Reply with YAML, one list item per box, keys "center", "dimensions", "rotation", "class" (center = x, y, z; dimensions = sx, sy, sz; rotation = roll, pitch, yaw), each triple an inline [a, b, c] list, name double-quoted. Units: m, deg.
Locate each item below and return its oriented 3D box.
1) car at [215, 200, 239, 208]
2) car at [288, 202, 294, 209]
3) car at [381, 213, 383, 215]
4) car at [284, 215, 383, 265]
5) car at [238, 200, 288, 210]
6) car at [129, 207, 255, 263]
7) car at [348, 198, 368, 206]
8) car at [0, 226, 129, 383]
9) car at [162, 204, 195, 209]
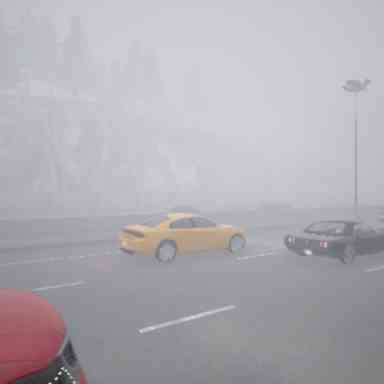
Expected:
- center: [4.979, 1.711, 41.978]
  dimensions: [4.674, 1.442, 1.812]
  rotation: [1, 0, -35]
  class: "car"
- center: [10.914, 1.728, 41.918]
  dimensions: [4.674, 1.442, 1.812]
  rotation: [0, 0, -35]
  class: "car"
- center: [15.072, 1.686, 23.144]
  dimensions: [5.357, 1.411, 2.033]
  rotation: [0, 0, -36]
  class: "car"
- center: [5.560, 1.666, 12.032]
  dimensions: [4.718, 1.301, 1.895]
  rotation: [0, 0, -36]
  class: "car"
- center: [7.564, 1.672, 35.225]
  dimensions: [4.892, 1.490, 1.837]
  rotation: [1, -1, -35]
  class: "car"
- center: [-0.168, 1.527, 12.248]
  dimensions: [5.008, 1.535, 1.882]
  rotation: [0, 0, -35]
  class: "car"
- center: [29.843, 1.856, 59.672]
  dimensions: [4.674, 1.442, 1.812]
  rotation: [0, 0, -36]
  class: "car"
- center: [-3.317, 1.219, 1.430]
  dimensions: [5.566, 2.045, 2.150]
  rotation: [0, 0, -35]
  class: "car"
- center: [-1.271, 1.622, 24.603]
  dimensions: [4.674, 1.442, 1.812]
  rotation: [1, 0, -36]
  class: "car"
